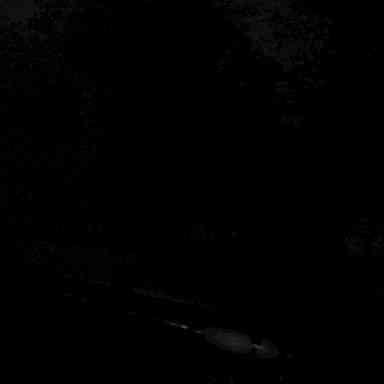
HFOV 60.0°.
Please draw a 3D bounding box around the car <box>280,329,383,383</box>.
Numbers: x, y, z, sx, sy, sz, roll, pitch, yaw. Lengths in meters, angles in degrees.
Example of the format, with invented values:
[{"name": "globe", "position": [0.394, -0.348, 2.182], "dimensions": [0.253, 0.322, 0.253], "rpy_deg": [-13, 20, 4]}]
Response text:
[{"name": "car", "position": [2.546, 1.547, 1.867], "dimensions": [4.181, 1.385, 1.994], "rpy_deg": [-1, -1, 36]}]
